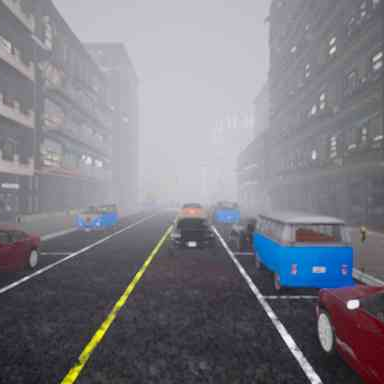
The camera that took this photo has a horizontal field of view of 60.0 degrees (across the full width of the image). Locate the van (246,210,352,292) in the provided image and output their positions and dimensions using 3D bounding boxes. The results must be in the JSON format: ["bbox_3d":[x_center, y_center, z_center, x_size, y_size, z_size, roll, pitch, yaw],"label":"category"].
[{"bbox_3d":[2.698,1.437,8.902,1.690,1.788,3.998,0,-1,0],"label":"van"}]

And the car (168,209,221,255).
[{"bbox_3d":[0.025,1.675,13.892,1.812,1.442,4.674,0,0,0],"label":"car"}]

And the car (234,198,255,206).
[{"bbox_3d":[13.489,2.595,85.590,5.009,1.841,2.192,1,-2,0],"label":"car"}]

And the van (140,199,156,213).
[{"bbox_3d":[-5.674,1.816,42.873,1.690,1.788,3.998,0,-1,0],"label":"van"}]

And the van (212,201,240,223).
[{"bbox_3d":[2.703,1.623,25.888,1.690,1.788,3.998,0,-1,0],"label":"van"}]

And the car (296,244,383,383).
[{"bbox_3d":[2.696,1.581,3.239,1.887,1.381,4.507,0,-1,0],"label":"car"}]

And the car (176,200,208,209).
[{"bbox_3d":[0.025,1.661,28.428,2.097,1.767,4.553,0,-1,0],"label":"car"}]

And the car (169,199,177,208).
[{"bbox_3d":[-3.035,2.173,60.399,2.128,1.511,4.902,0,-1,1],"label":"car"}]

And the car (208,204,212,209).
[{"bbox_3d":[2.703,1.912,31.546,1.947,1.339,4.313,0,-1,0],"label":"car"}]

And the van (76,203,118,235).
[{"bbox_3d":[-5.679,1.560,20.227,1.690,1.788,3.998,0,-1,0],"label":"van"}]

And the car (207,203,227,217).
[{"bbox_3d":[2.704,1.976,37.209,1.947,1.339,4.313,0,-1,0],"label":"car"}]

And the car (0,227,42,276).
[{"bbox_3d":[-5.683,1.640,8.902,1.887,1.381,4.507,0,-1,0],"label":"car"}]

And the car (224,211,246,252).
[{"bbox_3d":[2.698,1.723,14.560,1.947,1.339,4.313,0,-1,0],"label":"car"}]
